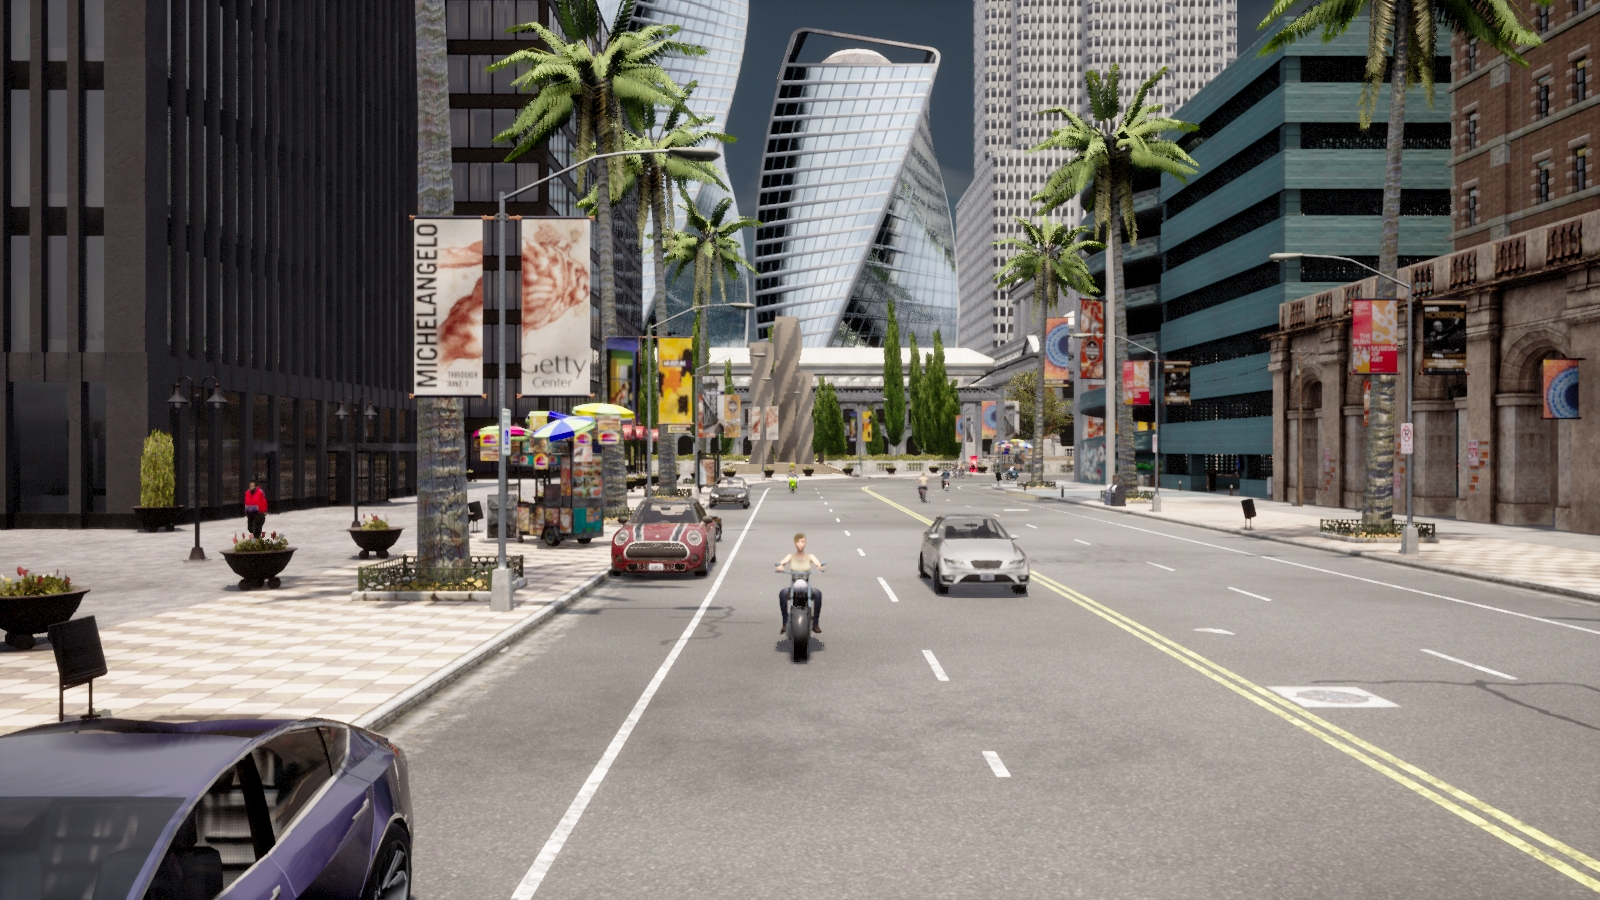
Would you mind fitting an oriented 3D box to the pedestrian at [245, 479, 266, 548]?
[{"bbox_3d":[-14.908,1.724,31.298,0.375,1.860,0.375,0,0,9],"label":"pedestrian"}]

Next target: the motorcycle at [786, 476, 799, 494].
[{"bbox_3d":[-0.466,2.242,73.745,0.803,1.145,2.033,0,0,0],"label":"motorcycle"}]

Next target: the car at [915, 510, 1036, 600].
[{"bbox_3d":[3.499,2.075,23.514,1.816,1.474,4.193,0,0,0],"label":"car"}]

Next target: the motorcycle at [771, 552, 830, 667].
[{"bbox_3d":[0.009,2.177,15.984,0.764,1.277,2.356,0,0,0],"label":"motorcycle"}]
